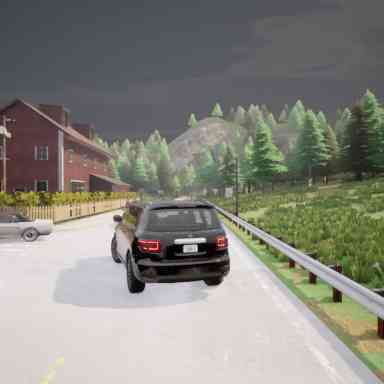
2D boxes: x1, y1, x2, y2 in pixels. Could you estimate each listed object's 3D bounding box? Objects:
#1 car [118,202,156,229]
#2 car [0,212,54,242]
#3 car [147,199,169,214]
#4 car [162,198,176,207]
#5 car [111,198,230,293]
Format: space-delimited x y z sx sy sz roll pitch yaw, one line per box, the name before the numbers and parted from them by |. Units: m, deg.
car | -3.613 1.505 22.811 1.837 1.490 4.892 0 0 0
car | -8.838 1.601 15.119 4.718 1.301 1.895 0 0 -24
car | -3.615 1.505 36.310 1.837 1.490 4.892 0 0 0
car | -3.533 1.602 51.630 1.994 1.385 4.181 0 0 0
car | -0.868 1.221 9.189 2.150 2.045 5.566 0 0 -18
